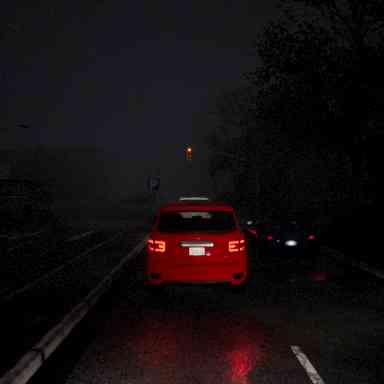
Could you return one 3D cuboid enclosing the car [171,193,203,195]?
[{"bbox_3d":[0.120,1.247,19.402,2.150,2.045,5.566,0,0,0],"label":"car"}]

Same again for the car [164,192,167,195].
[{"bbox_3d":[-9.414,1.360,82.966,4.674,1.452,2.002,-1,0,-13],"label":"car"}]

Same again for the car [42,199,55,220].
[{"bbox_3d":[-13.675,1.405,27.200,4.553,1.767,2.185,-1,0,-19],"label":"car"}]

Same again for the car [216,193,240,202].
[{"bbox_3d":[7.543,1.143,70.608,4.553,1.767,2.185,1,0,-14],"label":"car"}]

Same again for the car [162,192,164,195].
[{"bbox_3d":[-9.780,1.360,79.964,4.674,1.452,2.002,-1,0,-13],"label":"car"}]

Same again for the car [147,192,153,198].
[{"bbox_3d":[-10.919,1.316,68.003,5.366,1.575,1.946,-1,0,-15],"label":"car"}]

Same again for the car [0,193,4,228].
[{"bbox_3d":[-13.823,1.264,18.149,5.566,2.045,2.435,-1,0,-20],"label":"car"}]

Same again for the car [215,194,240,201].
[{"bbox_3d":[8.051,1.259,76.454,5.366,1.575,1.946,1,0,-13],"label":"car"}]

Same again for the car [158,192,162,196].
[{"bbox_3d":[-10.148,1.323,76.968,4.892,1.521,2.231,-1,0,-14],"label":"car"}]

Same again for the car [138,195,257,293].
[{"bbox_3d":[0.088,1.230,9.044,2.150,2.045,5.566,0,0,0],"label":"car"}]

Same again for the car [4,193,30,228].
[{"bbox_3d":[-13.755,1.269,21.186,5.566,2.045,2.435,-1,0,-20],"label":"car"}]

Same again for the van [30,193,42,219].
[{"bbox_3d":[-13.645,1.298,24.222,4.442,1.987,1.878,-1,0,-20],"label":"van"}]

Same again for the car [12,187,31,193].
[{"bbox_3d":[-28.263,0.138,55.849,2.002,1.452,4.674,6,-3,-19],"label":"car"}]

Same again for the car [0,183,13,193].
[{"bbox_3d":[-31.257,-0.424,55.904,2.435,2.045,5.566,6,-3,-19],"label":"car"}]

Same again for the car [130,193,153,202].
[{"bbox_3d":[-10.830,1.197,70.955,4.553,1.767,2.185,-1,0,-14],"label":"car"}]

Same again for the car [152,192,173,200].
[{"bbox_3d":[-8.164,1.066,91.956,5.566,2.045,2.435,-1,0,-12],"label":"car"}]

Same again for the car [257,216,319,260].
[{"bbox_3d":[3.098,1.578,12.430,1.994,1.385,4.181,0,0,0],"label":"car"}]

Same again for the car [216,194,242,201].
[{"bbox_3d":[8.074,1.265,73.602,5.366,1.575,1.946,1,0,-13],"label":"car"}]

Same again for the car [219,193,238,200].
[{"bbox_3d":[9.308,1.130,85.311,4.553,1.767,2.185,1,0,-12],"label":"car"}]

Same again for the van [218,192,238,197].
[{"bbox_3d":[7.165,1.044,67.638,4.442,1.987,1.878,1,0,-14],"label":"van"}]

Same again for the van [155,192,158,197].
[{"bbox_3d":[-10.370,1.094,73.996,4.442,1.987,1.878,-1,0,-14],"label":"van"}]

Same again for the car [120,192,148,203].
[{"bbox_3d":[-11.558,1.359,65.010,4.792,1.488,2.163,-1,0,-15],"label":"car"}]

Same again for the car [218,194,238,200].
[{"bbox_3d":[8.947,1.299,82.380,4.674,1.452,2.002,1,0,-12],"label":"car"}]
